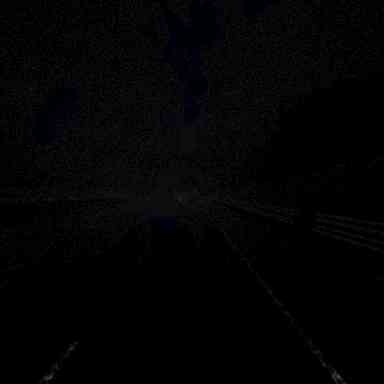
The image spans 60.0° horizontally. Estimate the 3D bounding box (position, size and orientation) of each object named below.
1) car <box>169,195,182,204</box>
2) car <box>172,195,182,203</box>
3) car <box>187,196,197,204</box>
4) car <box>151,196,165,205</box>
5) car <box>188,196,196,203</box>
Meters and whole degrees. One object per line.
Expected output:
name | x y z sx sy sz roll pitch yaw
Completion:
car | -3.473 1.752 66.707 1.994 1.385 4.181 0 0 0
car | -3.470 1.518 76.713 2.097 1.767 4.553 0 0 0
car | 0.028 1.736 66.323 2.033 1.411 5.357 0 0 0
car | -6.973 1.716 65.909 1.812 1.442 4.674 0 0 0
car | 0.030 1.662 76.741 1.837 1.490 4.892 0 0 0
